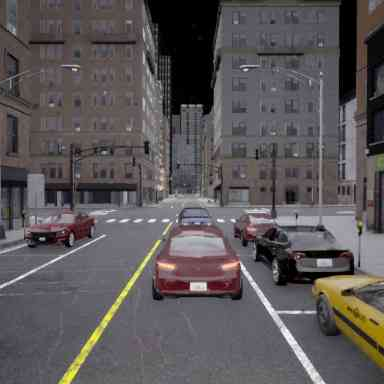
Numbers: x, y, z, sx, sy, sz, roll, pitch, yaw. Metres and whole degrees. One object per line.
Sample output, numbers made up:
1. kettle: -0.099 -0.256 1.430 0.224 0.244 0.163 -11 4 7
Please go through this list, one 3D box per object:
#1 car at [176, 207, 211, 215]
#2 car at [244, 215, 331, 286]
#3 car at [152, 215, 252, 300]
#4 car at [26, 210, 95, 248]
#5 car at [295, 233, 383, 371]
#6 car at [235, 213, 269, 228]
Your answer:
1. car: 0.136 1.542 18.253 2.033 1.411 5.357 0 0 -3
2. car: 2.868 1.563 9.264 1.947 1.339 4.313 -1 0 0
3. car: 0.100 1.523 8.233 1.812 1.442 4.674 0 0 0
4. car: -5.676 1.540 14.849 1.887 1.381 4.507 -1 0 0
5. car: 2.866 1.524 3.848 1.752 1.417 4.829 -1 0 0
6. car: 2.869 1.577 14.850 1.802 1.307 4.206 -1 0 0
